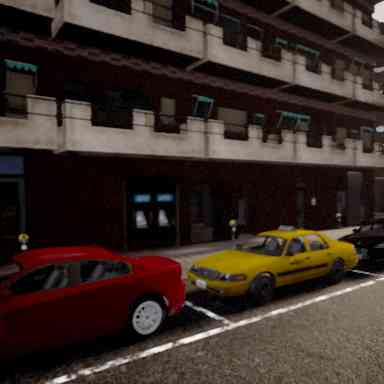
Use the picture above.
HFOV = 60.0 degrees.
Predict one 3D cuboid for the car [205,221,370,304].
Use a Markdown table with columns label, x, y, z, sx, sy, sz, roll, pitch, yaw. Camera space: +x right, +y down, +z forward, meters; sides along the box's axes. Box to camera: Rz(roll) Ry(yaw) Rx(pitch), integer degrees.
| label | x | y | z | sx | sy | sz | roll | pitch | yaw |
| --- | --- | --- | --- | --- | --- | --- | --- | --- | --- |
| car | 2.150 | 1.533 | 8.110 | 4.829 | 1.417 | 1.752 | 0 | -1 | -35 |

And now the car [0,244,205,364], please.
| label | x | y | z | sx | sy | sz | roll | pitch | yaw |
| --- | --- | --- | --- | --- | --- | --- | --- | --- | --- |
| car | -2.209 | 1.546 | 5.000 | 4.507 | 1.381 | 1.887 | 0 | -1 | -35 |

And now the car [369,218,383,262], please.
| label | x | y | z | sx | sy | sz | roll | pitch | yaw |
| --- | --- | --- | --- | --- | --- | --- | --- | --- | --- |
| car | 6.786 | 1.580 | 11.416 | 4.313 | 1.339 | 1.947 | 0 | -1 | -35 |
